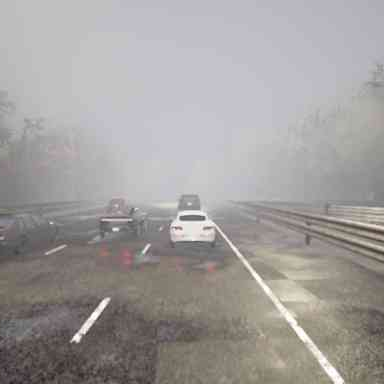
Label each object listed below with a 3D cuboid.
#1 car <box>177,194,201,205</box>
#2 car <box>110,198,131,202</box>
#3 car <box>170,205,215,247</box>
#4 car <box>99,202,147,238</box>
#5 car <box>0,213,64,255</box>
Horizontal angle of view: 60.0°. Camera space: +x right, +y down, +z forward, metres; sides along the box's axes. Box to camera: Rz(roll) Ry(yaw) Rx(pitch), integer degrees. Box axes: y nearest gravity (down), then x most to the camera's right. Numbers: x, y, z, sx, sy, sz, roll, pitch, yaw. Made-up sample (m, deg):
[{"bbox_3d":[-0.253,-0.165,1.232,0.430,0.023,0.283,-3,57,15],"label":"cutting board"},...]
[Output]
[{"bbox_3d":[-0.292,1.237,33.386,2.150,2.045,5.566,0,0,-1],"label":"car"},{"bbox_3d":[-7.310,1.372,34.002,2.097,1.767,4.553,0,0,-1],"label":"car"},{"bbox_3d":[0.010,1.528,14.832,1.812,1.442,4.674,0,0,-1],"label":"car"},{"bbox_3d":[-3.523,1.496,17.659,2.128,1.511,4.902,0,0,-1],"label":"car"},{"bbox_3d":[-6.973,1.552,13.290,2.033,1.411,5.357,0,0,-1],"label":"car"}]
